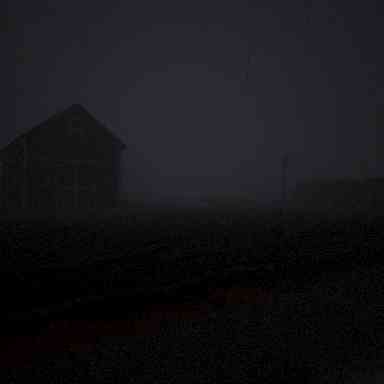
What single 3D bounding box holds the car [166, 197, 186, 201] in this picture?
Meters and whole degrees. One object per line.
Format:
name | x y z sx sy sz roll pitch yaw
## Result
car | -2.481 1.513 56.659 2.033 1.411 5.357 0 0 -35
